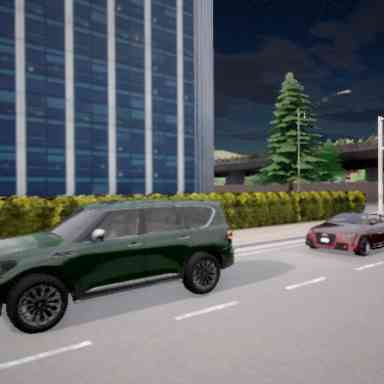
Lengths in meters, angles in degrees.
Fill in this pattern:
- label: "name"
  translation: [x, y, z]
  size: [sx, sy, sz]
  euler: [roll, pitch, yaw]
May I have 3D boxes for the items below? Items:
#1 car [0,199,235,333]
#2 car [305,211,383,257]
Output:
- label: "car"
  translation: [-1.580, 1.197, 7.129]
  size: [5.566, 2.045, 2.150]
  euler: [0, 0, -35]
- label: "car"
  translation: [6.200, 1.453, 12.595]
  size: [4.181, 1.385, 1.994]
  euler: [-1, 0, -35]
